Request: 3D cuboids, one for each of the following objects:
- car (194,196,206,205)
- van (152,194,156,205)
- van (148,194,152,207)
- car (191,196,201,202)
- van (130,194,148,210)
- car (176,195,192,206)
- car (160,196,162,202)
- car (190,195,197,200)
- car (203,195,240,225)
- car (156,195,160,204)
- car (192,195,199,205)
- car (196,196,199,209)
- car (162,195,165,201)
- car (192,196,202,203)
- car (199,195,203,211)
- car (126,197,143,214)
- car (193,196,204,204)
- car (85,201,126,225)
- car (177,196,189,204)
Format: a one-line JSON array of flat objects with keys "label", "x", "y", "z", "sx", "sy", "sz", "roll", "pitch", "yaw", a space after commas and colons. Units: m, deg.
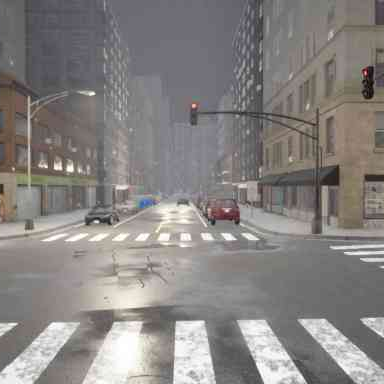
[{"label": "car", "x": 1.298, "y": 1.521, "z": 57.766, "sx": 1.752, "sy": 1.417, "sz": 4.829, "roll": -1, "pitch": 0, "yaw": -2}, {"label": "van", "x": -7.076, "y": 1.340, "z": 51.777, "sx": 1.690, "sy": 1.788, "sz": 3.998, "roll": -1, "pitch": 0, "yaw": -2}, {"label": "van", "x": -6.922, "y": 1.342, "z": 46.194, "sx": 1.690, "sy": 1.788, "sz": 3.998, "roll": -1, "pitch": 0, "yaw": -2}, {"label": "car", "x": 0.846, "y": 1.538, "z": 74.347, "sx": 2.008, "sy": 1.369, "sz": 4.403, "roll": -1, "pitch": 0, "yaw": -2}, {"label": "van", "x": -6.768, "y": 1.343, "z": 40.609, "sx": 1.690, "sy": 1.788, "sz": 3.998, "roll": -1, "pitch": 0, "yaw": -2}, {"label": "car", "x": -1.440, "y": 1.503, "z": 53.438, "sx": 1.837, "sy": 1.490, "sz": 4.892, "roll": 0, "pitch": 0, "yaw": -2}, {"label": "car", "x": -7.382, "y": 1.433, "z": 62.945, "sx": 1.967, "sy": 1.590, "sz": 4.097, "roll": -1, "pitch": 0, "yaw": -2}, {"label": "car", "x": 0.389, "y": 1.524, "z": 91.098, "sx": 2.008, "sy": 1.369, "sz": 4.403, "roll": -1, "pitch": 0, "yaw": -2}, {"label": "car", "x": 2.215, "y": 1.318, "z": 24.092, "sx": 2.192, "sy": 1.841, "sz": 5.009, "roll": -1, "pitch": 0, "yaw": -2}, {"label": "car", "x": -7.230, "y": 1.311, "z": 57.361, "sx": 2.192, "sy": 1.841, "sz": 5.009, "roll": -1, "pitch": 0, "yaw": -2}, {"label": "car", "x": 1.605, "y": 1.316, "z": 46.428, "sx": 2.192, "sy": 1.841, "sz": 5.009, "roll": -1, "pitch": 0, "yaw": -2}, {"label": "car", "x": 1.756, "y": 1.527, "z": 41.014, "sx": 1.752, "sy": 1.417, "sz": 4.829, "roll": -1, "pitch": 0, "yaw": -2}, {"label": "car", "x": -7.689, "y": 1.427, "z": 74.111, "sx": 1.967, "sy": 1.590, "sz": 4.097, "roll": -1, "pitch": 0, "yaw": -2}, {"label": "car", "x": 0.999, "y": 1.556, "z": 68.763, "sx": 1.947, "sy": 1.339, "sz": 4.313, "roll": -1, "pitch": 0, "yaw": -2}, {"label": "car", "x": 2.063, "y": 1.318, "z": 29.677, "sx": 2.192, "sy": 1.841, "sz": 5.009, "roll": -1, "pitch": 0, "yaw": -2}, {"label": "car", "x": -6.608, "y": 1.528, "z": 34.856, "sx": 1.752, "sy": 1.417, "sz": 4.829, "roll": -1, "pitch": 0, "yaw": -2}, {"label": "car", "x": 1.151, "y": 1.559, "z": 63.179, "sx": 1.947, "sy": 1.339, "sz": 4.313, "roll": -1, "pitch": 0, "yaw": -2}, {"label": "car", "x": -6.305, "y": 1.569, "z": 23.859, "sx": 1.947, "sy": 1.339, "sz": 4.313, "roll": -1, "pitch": 0, "yaw": -2}, {"label": "car", "x": -1.727, "y": 1.540, "z": 63.856, "sx": 2.033, "sy": 1.411, "sz": 5.357, "roll": 0, "pitch": 0, "yaw": -2}]
